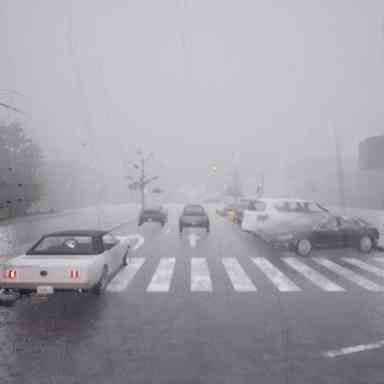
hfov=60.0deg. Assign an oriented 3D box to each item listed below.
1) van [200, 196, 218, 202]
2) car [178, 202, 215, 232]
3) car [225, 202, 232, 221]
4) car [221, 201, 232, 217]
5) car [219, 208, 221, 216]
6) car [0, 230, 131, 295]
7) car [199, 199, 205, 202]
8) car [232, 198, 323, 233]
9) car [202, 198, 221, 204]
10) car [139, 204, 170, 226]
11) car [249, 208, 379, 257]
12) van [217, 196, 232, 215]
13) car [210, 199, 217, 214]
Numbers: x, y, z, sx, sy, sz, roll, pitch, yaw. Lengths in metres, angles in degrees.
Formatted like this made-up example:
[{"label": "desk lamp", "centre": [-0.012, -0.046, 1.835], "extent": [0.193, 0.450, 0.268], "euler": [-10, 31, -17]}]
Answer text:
[{"label": "van", "centre": [5.093, 2.090, 86.327], "extent": [4.442, 1.987, 1.878], "euler": [2, -2, -20]}, {"label": "car", "centre": [0.133, 1.655, 21.438], "extent": [2.128, 1.511, 4.902], "euler": [0, -1, 0]}, {"label": "car", "centre": [5.097, 1.663, 22.155], "extent": [4.892, 1.521, 2.231], "euler": [1, -1, -20]}, {"label": "car", "centre": [5.281, 1.693, 25.202], "extent": [5.366, 1.575, 1.946], "euler": [1, -1, -20]}, {"label": "car", "centre": [5.138, 1.756, 28.132], "extent": [4.792, 1.488, 2.163], "euler": [1, -1, -20]}, {"label": "car", "centre": [-2.886, 1.653, 8.786], "extent": [1.895, 1.301, 4.718], "euler": [0, 0, 0]}, {"label": "car", "centre": [0.155, 1.840, 37.083], "extent": [1.837, 1.490, 4.892], "euler": [0, -1, 0]}, {"label": "car", "centre": [5.124, 1.352, 16.208], "extent": [5.566, 2.045, 2.435], "euler": [1, -1, -20]}, {"label": "car", "centre": [5.199, 2.462, 89.340], "extent": [4.674, 1.452, 2.002], "euler": [2, -2, -20]}, {"label": "car", "centre": [-2.862, 1.708, 25.289], "extent": [1.837, 1.490, 4.892], "euler": [0, -1, 0]}, {"label": "car", "centre": [5.100, 1.579, 13.204], "extent": [4.892, 1.521, 2.231], "euler": [1, 0, -20]}, {"label": "van", "centre": [5.011, 1.532, 31.061], "extent": [4.442, 1.987, 1.878], "euler": [1, 0, -20]}, {"label": "car", "centre": [4.948, 1.787, 34.018], "extent": [5.366, 1.575, 1.946], "euler": [1, 0, -20]}]
